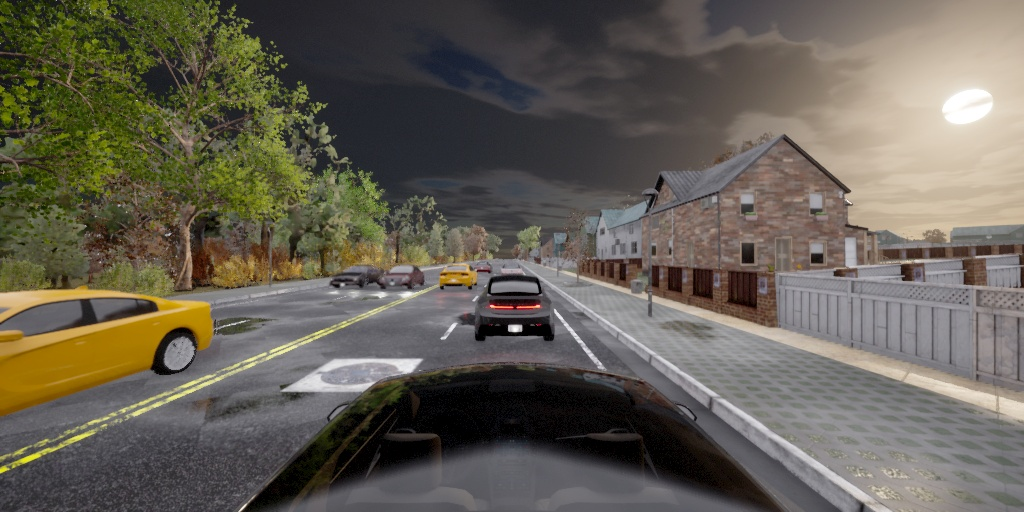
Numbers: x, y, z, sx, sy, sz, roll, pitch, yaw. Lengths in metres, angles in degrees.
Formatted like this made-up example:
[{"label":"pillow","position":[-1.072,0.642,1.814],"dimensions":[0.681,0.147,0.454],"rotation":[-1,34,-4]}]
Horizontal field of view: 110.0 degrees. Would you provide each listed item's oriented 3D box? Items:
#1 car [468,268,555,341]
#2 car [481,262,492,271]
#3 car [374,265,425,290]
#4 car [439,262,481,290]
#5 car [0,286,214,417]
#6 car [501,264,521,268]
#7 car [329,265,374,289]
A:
[{"label":"car","position":[0.052,1.258,9.869],"dimensions":[1.837,1.490,4.892],"rotation":[0,0,0]},{"label":"car","position":[-3.407,1.337,42.647],"dimensions":[1.994,1.385,4.181],"rotation":[0,0,0]},{"label":"car","position":[-6.734,1.285,22.466],"dimensions":[1.812,1.442,4.674],"rotation":[0,0,0]},{"label":"car","position":[-3.308,1.237,22.829],"dimensions":[1.882,1.535,5.008],"rotation":[0,0,0]},{"label":"car","position":[-6.607,1.229,4.685],"dimensions":[1.882,1.535,5.008],"rotation":[0,0,0]},{"label":"car","position":[-0.086,1.366,33.244],"dimensions":[1.895,1.301,4.718],"rotation":[0,0,-2]},{"label":"car","position":[-9.979,1.307,23.737],"dimensions":[2.033,1.411,5.357],"rotation":[0,0,0]}]
